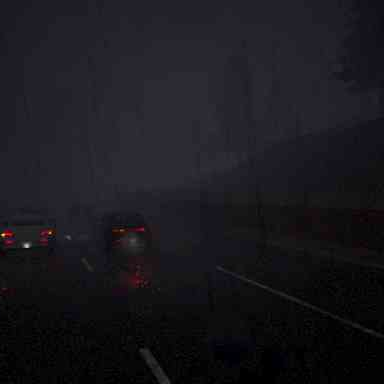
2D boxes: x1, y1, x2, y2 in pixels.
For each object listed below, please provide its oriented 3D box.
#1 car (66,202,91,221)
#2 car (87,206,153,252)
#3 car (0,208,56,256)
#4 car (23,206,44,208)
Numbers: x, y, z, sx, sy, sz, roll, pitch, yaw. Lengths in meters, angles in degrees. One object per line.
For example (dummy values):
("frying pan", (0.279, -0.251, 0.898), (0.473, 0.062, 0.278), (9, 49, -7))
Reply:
("car", (-9.842, 1.597, 29.027), (1.882, 1.535, 5.008), (0, 0, -23))
("car", (-3.125, 1.561, 14.330), (1.837, 1.490, 4.892), (0, 0, -24))
("car", (-6.560, 1.586, 13.438), (1.812, 1.442, 4.674), (0, 0, -24))
("car", (-12.307, 1.717, 25.902), (1.895, 1.301, 4.718), (0, 0, -24))
